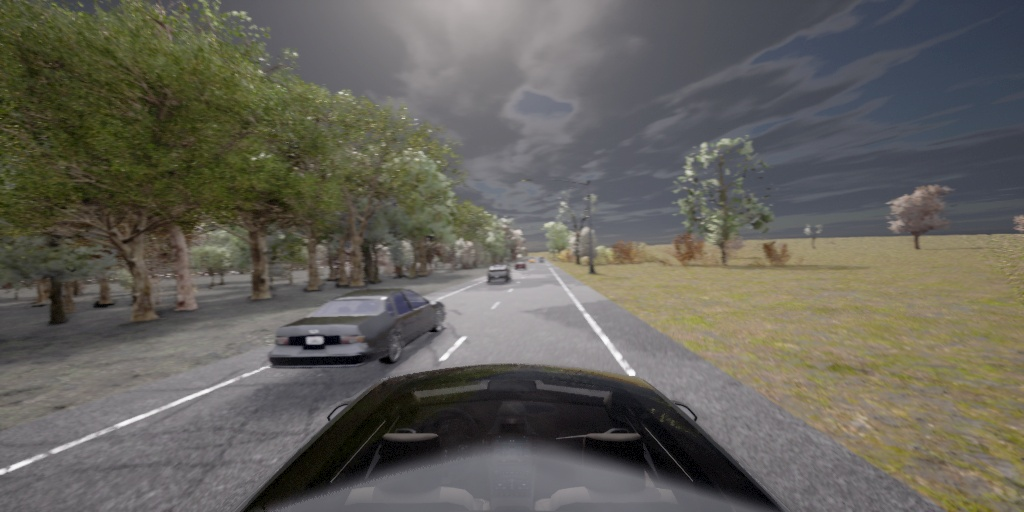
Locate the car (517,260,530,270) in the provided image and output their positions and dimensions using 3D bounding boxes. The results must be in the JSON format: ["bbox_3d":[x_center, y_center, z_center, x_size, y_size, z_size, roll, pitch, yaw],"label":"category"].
[{"bbox_3d":[1.602,1.699,63.914,1.882,1.535,5.008,-2,-1,5],"label":"car"}]

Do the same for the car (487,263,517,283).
[{"bbox_3d":[-1.067,1.547,32.419,2.128,1.511,4.902,-2,0,5],"label":"car"}]

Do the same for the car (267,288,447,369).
[{"bbox_3d":[-3.089,1.474,8.503,2.033,1.411,5.357,-2,-1,5],"label":"car"}]
